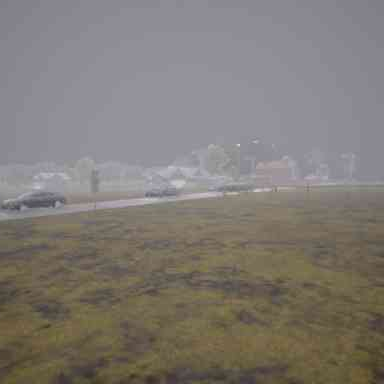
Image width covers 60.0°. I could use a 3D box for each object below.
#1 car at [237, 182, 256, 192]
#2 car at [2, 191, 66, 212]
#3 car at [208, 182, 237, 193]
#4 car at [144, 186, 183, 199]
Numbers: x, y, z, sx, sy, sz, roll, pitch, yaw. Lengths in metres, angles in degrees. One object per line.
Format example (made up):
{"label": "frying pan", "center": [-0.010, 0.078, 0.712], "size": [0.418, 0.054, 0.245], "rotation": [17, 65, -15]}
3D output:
{"label": "car", "center": [7.926, -0.785, 49.907], "size": [1.882, 1.535, 5.008], "rotation": [1, 3, 36]}
{"label": "car", "center": [-12.574, 0.691, 26.742], "size": [1.837, 1.490, 4.892], "rotation": [1, 4, 36]}
{"label": "car", "center": [4.268, -0.705, 49.811], "size": [2.128, 1.511, 4.902], "rotation": [1, 4, 37]}
{"label": "car", "center": [-3.222, -0.045, 39.583], "size": [2.033, 1.411, 5.357], "rotation": [1, 3, 36]}
